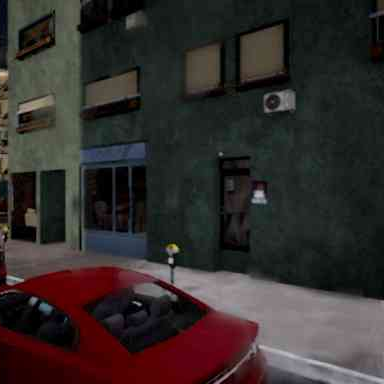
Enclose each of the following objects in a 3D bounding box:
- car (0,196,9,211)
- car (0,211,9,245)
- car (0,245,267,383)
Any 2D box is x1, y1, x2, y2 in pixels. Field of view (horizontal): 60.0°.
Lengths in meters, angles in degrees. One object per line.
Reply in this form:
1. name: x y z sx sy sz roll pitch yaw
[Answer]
1. car: -18.733 1.355 32.269 2.192 1.841 5.009 1 1 35
2. car: -5.911 1.398 7.075 5.009 1.841 2.192 -1 0 35
3. car: -1.406 1.575 3.867 4.507 1.381 1.887 -1 0 35
